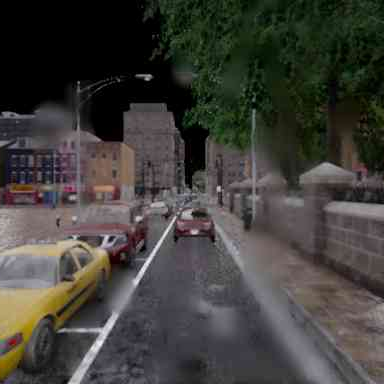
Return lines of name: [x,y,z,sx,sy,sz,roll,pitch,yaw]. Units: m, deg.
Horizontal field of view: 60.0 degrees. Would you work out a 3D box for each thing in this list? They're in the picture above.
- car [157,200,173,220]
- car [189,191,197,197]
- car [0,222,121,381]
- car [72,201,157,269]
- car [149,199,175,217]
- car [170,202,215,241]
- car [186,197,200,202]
car: [-2.638,1.443,26.593,1.802,1.307,4.206,0,0,0]
car: [0.289,1.062,82.468,1.812,1.442,4.674,0,0,0]
car: [-2.643,1.495,5.614,1.752,1.417,4.829,0,0,0]
car: [-2.641,1.257,11.054,2.192,1.841,5.009,0,0,0]
car: [-2.638,1.408,30.256,1.947,1.339,4.313,0,0,0]
car: [0.101,1.442,15.911,1.812,1.442,4.674,0,1,0]
car: [0.100,1.405,30.584,1.994,1.385,4.181,0,0,0]
